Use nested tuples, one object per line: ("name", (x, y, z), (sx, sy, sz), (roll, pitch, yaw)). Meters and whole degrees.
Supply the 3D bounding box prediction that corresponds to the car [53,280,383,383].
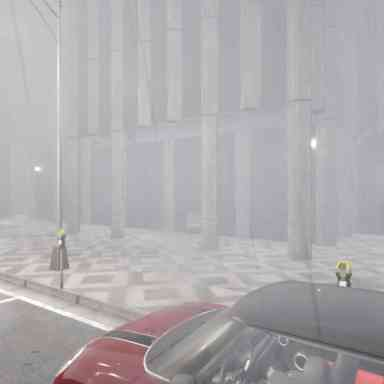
("car", (0.744, 1.440, 2.436), (4.097, 1.590, 1.967), (0, 0, 35))
